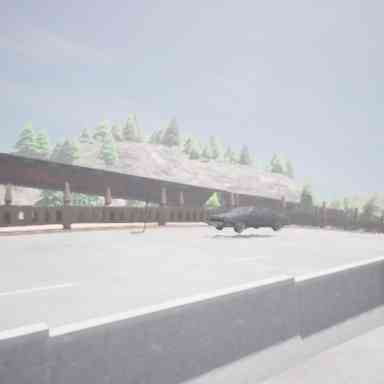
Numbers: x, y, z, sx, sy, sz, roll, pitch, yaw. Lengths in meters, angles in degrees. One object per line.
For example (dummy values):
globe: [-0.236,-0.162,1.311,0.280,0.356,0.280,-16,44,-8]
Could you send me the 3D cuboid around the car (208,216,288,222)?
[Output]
car: [3.396,1.492,19.183,5.357,1.411,2.033,3,-2,-35]
